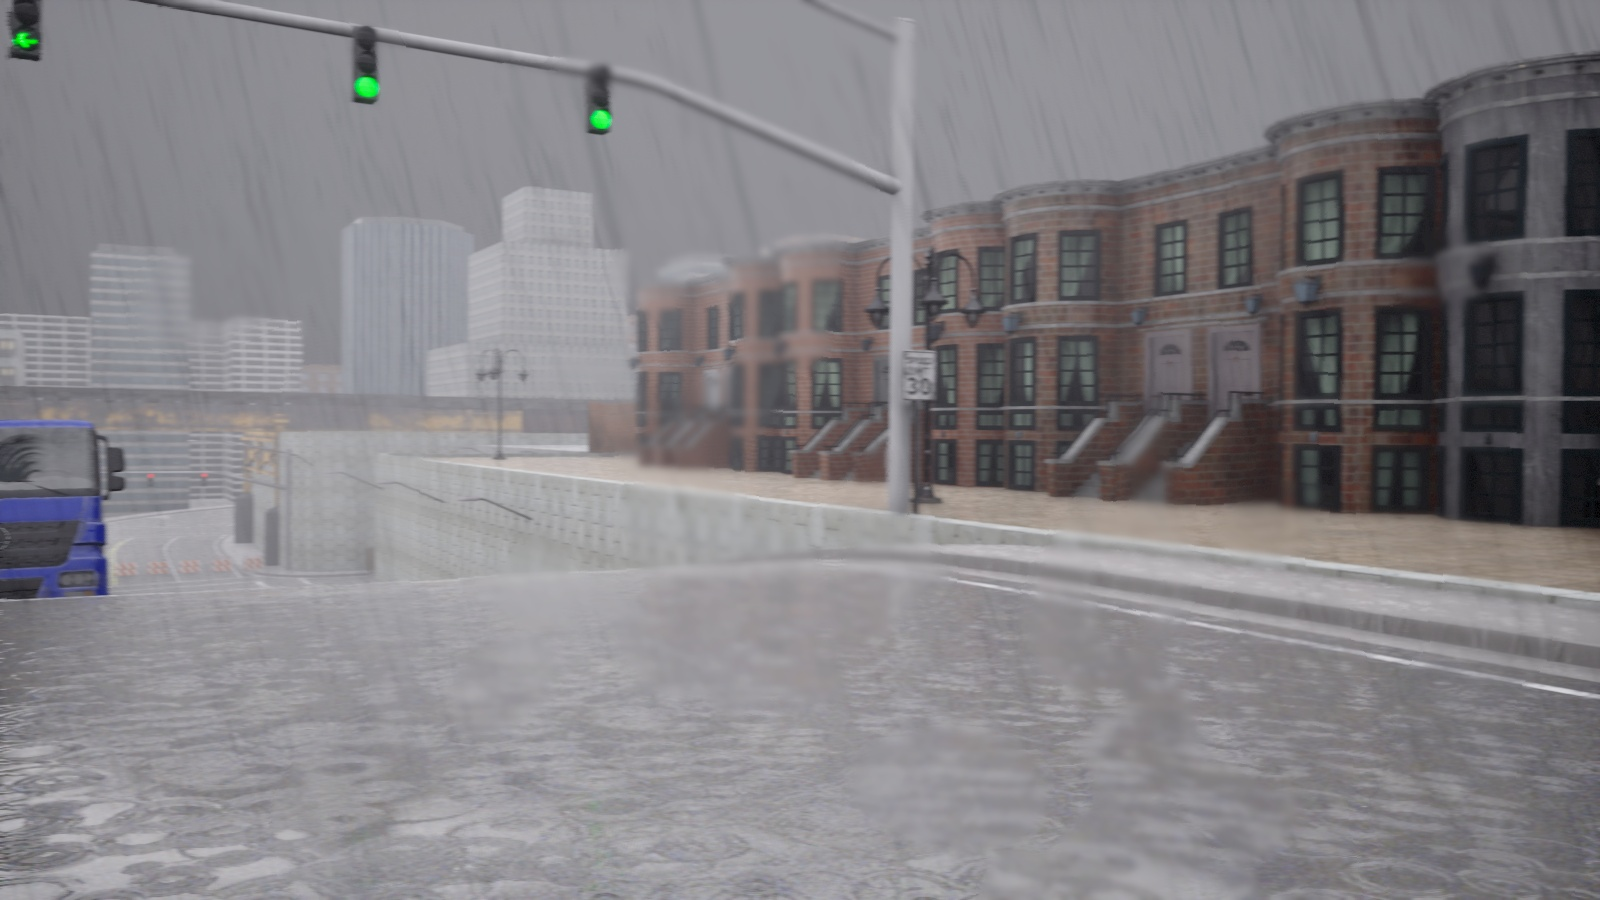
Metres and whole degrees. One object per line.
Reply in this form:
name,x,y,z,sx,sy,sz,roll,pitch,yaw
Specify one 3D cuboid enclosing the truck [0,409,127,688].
truck,-13.113,1.984,21.235,2.891,3.462,7.936,-2,-12,-29
